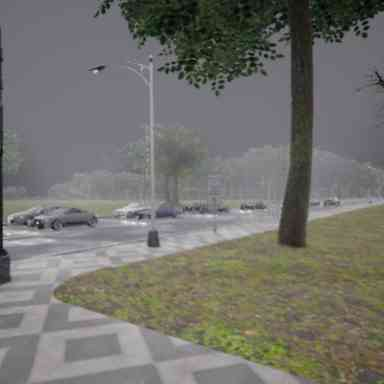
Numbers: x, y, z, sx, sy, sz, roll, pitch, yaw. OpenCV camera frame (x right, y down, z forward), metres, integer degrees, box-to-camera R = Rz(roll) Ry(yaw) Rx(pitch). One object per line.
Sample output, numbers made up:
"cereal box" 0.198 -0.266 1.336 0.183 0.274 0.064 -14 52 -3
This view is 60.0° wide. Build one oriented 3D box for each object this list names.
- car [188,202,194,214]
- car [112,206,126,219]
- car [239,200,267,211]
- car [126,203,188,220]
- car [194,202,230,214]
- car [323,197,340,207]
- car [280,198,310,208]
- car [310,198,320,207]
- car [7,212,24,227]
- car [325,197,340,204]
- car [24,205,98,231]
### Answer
"car" 0.371 1.830 39.773 1.895 1.301 4.718 -1 -1 35
"car" -5.418 1.740 31.649 1.812 1.442 4.674 -1 -1 35
"car" 8.371 1.741 45.360 2.033 1.411 5.357 -1 -1 36
"car" -2.966 1.709 29.481 2.033 1.411 5.357 -1 -1 35
"car" 2.519 1.739 37.191 1.994 1.385 4.181 -1 -1 35
"car" 22.800 1.631 54.181 1.837 1.490 4.892 -1 -1 35
"car" 11.774 1.605 38.661 1.812 1.442 4.674 -1 -1 35
"car" 20.143 1.742 56.054 1.994 1.385 4.181 -1 -1 35
"car" -10.721 1.696 24.180 2.128 1.511 4.902 -1 -1 35
"car" 29.259 1.749 69.055 1.812 1.442 4.674 -1 -1 35
"car" -8.308 1.716 21.944 1.994 1.385 4.181 -1 -1 35
